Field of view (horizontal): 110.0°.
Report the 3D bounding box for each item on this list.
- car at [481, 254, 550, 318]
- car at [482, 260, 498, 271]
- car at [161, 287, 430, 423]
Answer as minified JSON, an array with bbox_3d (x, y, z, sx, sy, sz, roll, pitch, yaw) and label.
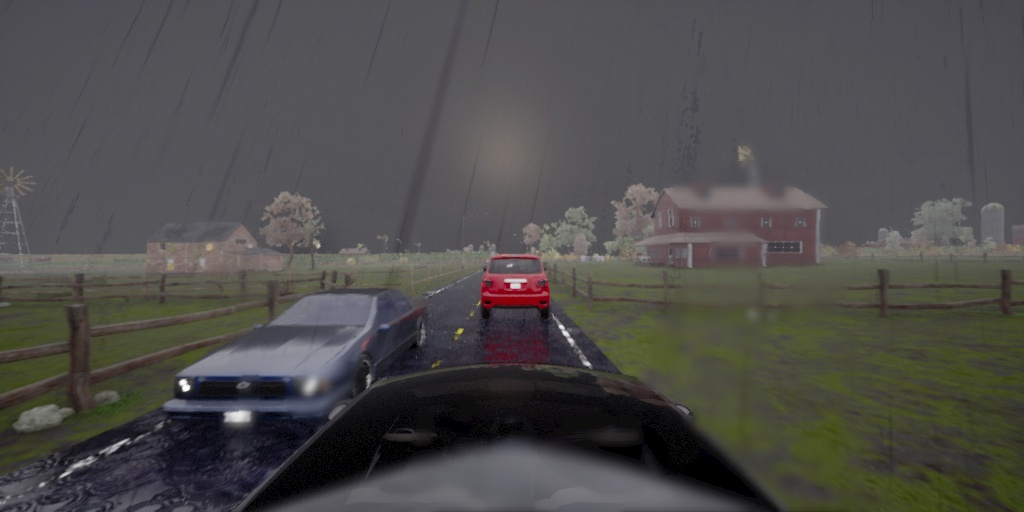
[{"bbox_3d":[0.104,0.955,13.041,2.150,2.045,5.566,0,0,0],"label":"car"},{"bbox_3d":[-2.820,1.215,47.339,1.812,1.442,4.674,0,0,0],"label":"car"},{"bbox_3d":[-2.852,1.291,6.398,2.033,1.411,5.357,0,0,0],"label":"car"}]
